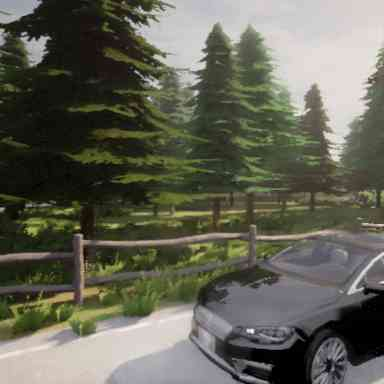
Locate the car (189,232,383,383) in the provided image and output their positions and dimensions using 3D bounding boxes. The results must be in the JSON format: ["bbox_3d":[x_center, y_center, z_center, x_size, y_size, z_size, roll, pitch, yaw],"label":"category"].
[{"bbox_3d":[2.328,1.411,4.983,4.902,1.511,2.128,0,1,-28],"label":"car"}]
